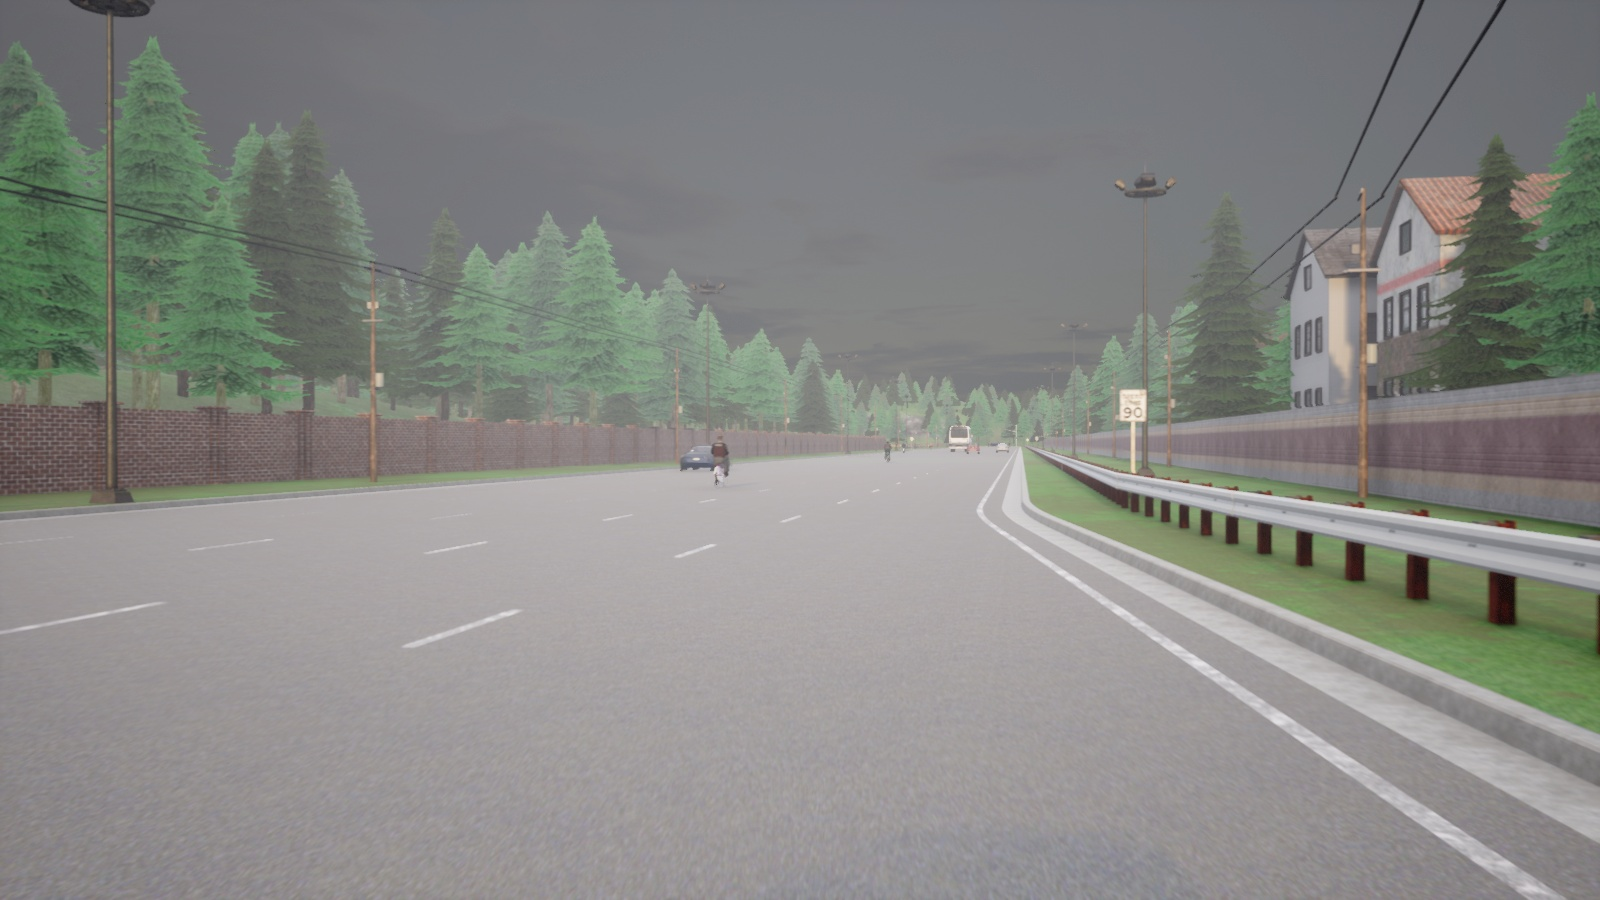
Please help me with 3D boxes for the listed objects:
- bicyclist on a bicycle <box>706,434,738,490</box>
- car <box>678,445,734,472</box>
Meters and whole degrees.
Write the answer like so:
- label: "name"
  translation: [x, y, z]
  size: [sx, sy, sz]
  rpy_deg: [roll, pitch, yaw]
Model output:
- label: "bicyclist on a bicycle"
  translation: [-2.558, 0.383, 41.313]
  size: [0.659, 1.776, 1.843]
  rpy_deg: [0, 0, 10]
- label: "car"
  translation: [-5.029, 0.425, 67.717]
  size: [1.994, 1.385, 4.181]
  rpy_deg: [0, 0, 10]
